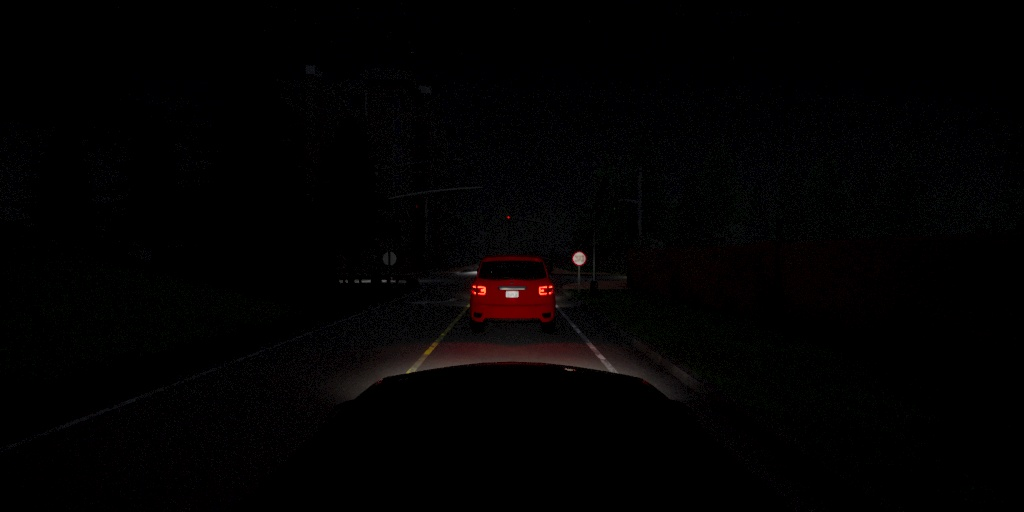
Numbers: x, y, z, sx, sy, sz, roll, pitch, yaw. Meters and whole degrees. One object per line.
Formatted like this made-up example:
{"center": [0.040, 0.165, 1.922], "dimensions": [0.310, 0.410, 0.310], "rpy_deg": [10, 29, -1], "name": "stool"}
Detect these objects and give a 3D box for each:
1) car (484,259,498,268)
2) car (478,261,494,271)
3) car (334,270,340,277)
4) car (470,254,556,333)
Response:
{"center": [-3.491, 1.297, 60.722], "dimensions": [2.033, 1.411, 5.357], "rpy_deg": [0, 0, 0], "name": "car"}
{"center": [-3.529, 1.351, 50.086], "dimensions": [1.895, 1.301, 4.718], "rpy_deg": [0, 0, 0], "name": "car"}
{"center": [-16.439, 1.366, 28.594], "dimensions": [4.718, 1.301, 1.895], "rpy_deg": [0, 0, -1], "name": "car"}
{"center": [0.055, 0.971, 10.914], "dimensions": [2.150, 2.045, 5.566], "rpy_deg": [0, 0, 1], "name": "car"}
